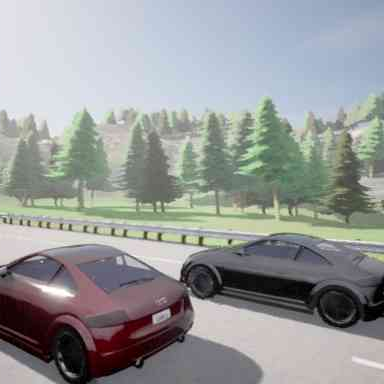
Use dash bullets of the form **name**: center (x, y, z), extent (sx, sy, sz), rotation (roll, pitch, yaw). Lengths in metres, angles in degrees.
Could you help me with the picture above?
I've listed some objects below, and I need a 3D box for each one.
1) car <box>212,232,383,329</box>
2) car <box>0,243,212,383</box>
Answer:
- **car**: center (1.783, 1.564, 7.019), extent (4.181, 1.385, 1.994), rotation (0, 0, 35)
- **car**: center (-2.023, 1.564, 5.434), extent (4.181, 1.385, 1.994), rotation (0, 0, 35)
